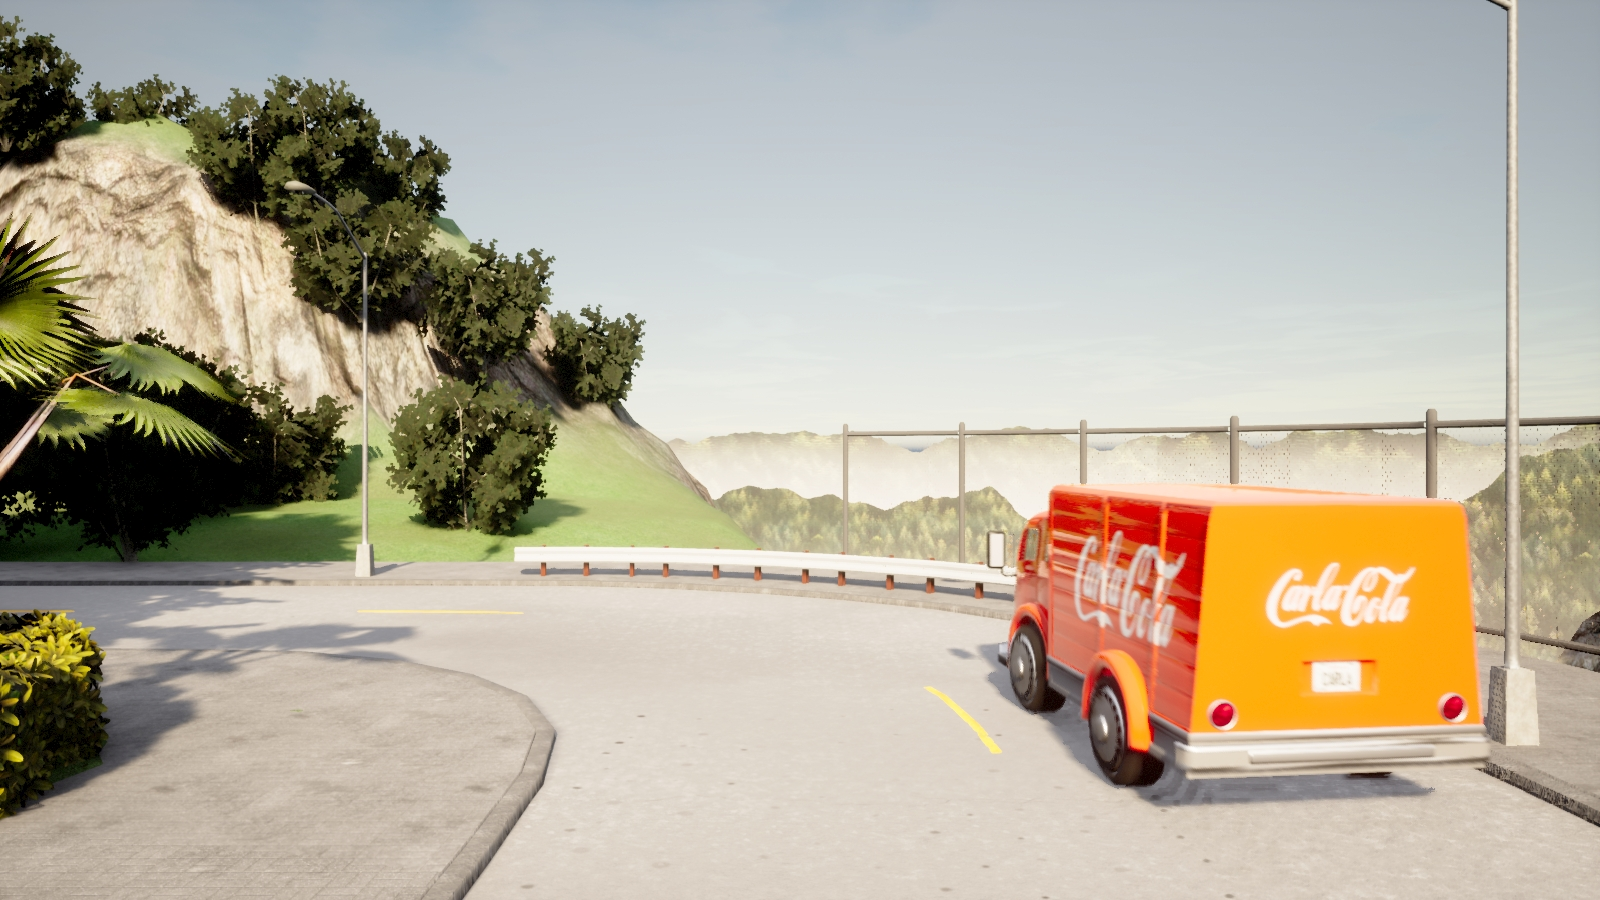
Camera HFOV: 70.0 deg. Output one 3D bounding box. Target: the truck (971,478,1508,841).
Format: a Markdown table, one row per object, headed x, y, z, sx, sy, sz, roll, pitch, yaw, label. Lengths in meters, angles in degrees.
| x | y | z | sx | sy | sz | roll | pitch | yaw | label |
| --- | --- | --- | --- | --- | --- | --- | --- | --- | --- |
| 3.640 | 1.568 | 10.933 | 2.627 | 2.467 | 5.204 | 0 | 0 | -8 | truck |
